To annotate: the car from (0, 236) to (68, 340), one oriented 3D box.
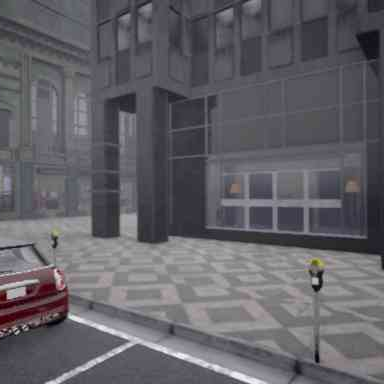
[{"bbox_3d":[-4.074,1.473,5.874,4.097,1.590,1.967,0,0,36],"label":"car"}]
